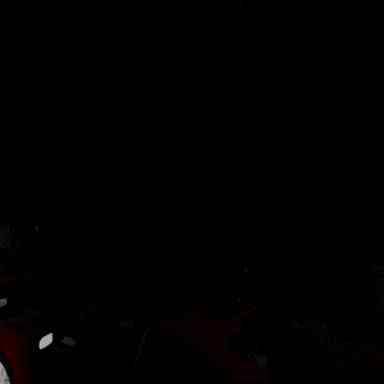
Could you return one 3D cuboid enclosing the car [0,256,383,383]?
[{"bbox_3d":[-0.264,1.543,3.148,4.507,1.381,1.887,0,0,35],"label":"car"}]

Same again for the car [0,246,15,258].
[{"bbox_3d":[-4.697,1.538,6.296,4.507,1.381,1.887,0,0,35],"label":"car"}]
